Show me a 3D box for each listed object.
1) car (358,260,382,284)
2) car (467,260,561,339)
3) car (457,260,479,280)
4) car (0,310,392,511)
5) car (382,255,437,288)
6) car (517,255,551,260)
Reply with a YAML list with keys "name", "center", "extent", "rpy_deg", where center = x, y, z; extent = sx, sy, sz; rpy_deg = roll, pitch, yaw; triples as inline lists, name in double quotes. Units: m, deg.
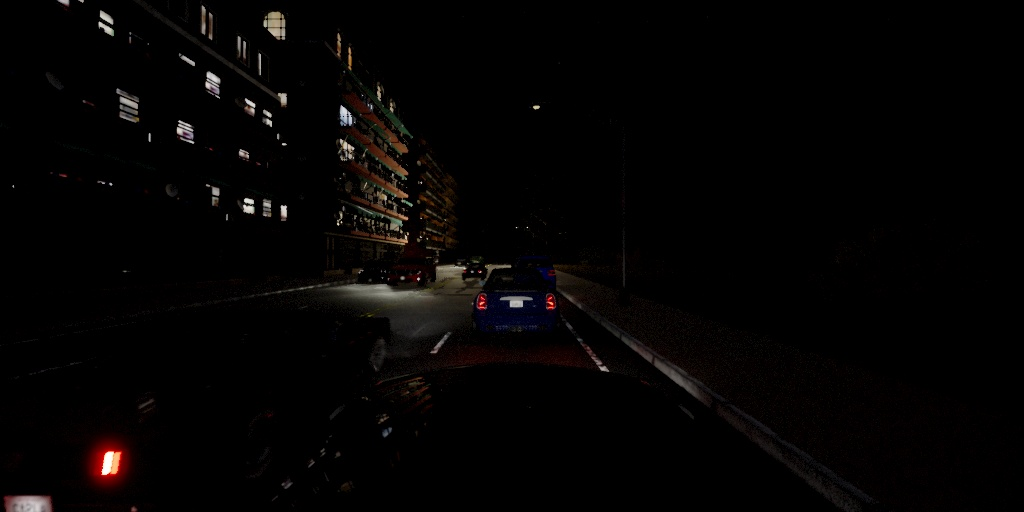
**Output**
- name: "car"
  center: [-9.849, 1.106, 27.128]
  extent: [2.097, 1.767, 4.553]
  rpy_deg: [0, 0, 0]
- name: "car"
  center: [0.099, 1.104, 10.237]
  extent: [2.097, 1.767, 4.553]
  rpy_deg: [0, 0, 0]
- name: "car"
  center: [-3.145, 1.301, 30.830]
  extent: [2.033, 1.411, 5.357]
  rpy_deg: [0, 0, 0]
- name: "car"
  center: [-3.153, 1.351, 4.567]
  extent: [1.895, 1.301, 4.718]
  rpy_deg: [0, 0, 0]
- name: "car"
  center: [-6.598, 0.975, 24.385]
  extent: [2.150, 2.045, 5.566]
  rpy_deg: [0, 0, 0]
- name: "car"
  center: [1.138, 0.978, 19.812]
  extent: [2.150, 2.045, 5.566]
  rpy_deg: [0, 0, 0]
